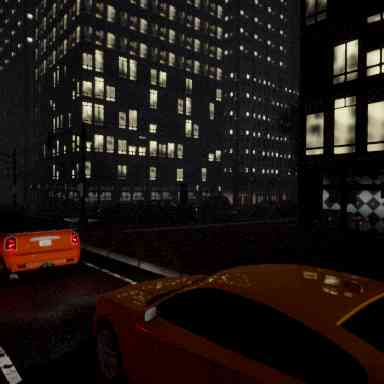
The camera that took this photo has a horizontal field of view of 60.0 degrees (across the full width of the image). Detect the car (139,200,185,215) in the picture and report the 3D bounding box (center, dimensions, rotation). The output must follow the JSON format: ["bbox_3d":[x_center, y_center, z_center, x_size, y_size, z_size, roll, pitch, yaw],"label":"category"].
[{"bbox_3d":[-3.227,1.648,36.635,4.829,1.417,1.752,1,0,-39],"label":"car"}]

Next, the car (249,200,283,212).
[{"bbox_3d":[9.768,1.815,43.838,4.674,1.442,1.812,1,1,-39],"label":"car"}]

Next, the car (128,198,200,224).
[{"bbox_3d":[-2.181,1.524,26.684,5.009,1.841,2.192,1,0,-39],"label":"car"}]

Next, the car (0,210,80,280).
[{"bbox_3d":[-5.189,1.347,10.304,2.097,1.767,4.553,0,0,-40],"label":"car"}]

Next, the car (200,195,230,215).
[{"bbox_3d":[1.887,1.424,37.434,5.566,2.045,2.150,1,1,-39],"label":"car"}]

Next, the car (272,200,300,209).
[{"bbox_3d":[14.404,1.882,50.968,4.313,1.339,1.947,1,0,-39],"label":"car"}]

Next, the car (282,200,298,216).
[{"bbox_3d":[10.945,1.936,37.358,4.206,1.307,1.802,1,0,-39],"label":"car"}]

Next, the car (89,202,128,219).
[{"bbox_3d":[-6.931,1.630,30.267,4.674,1.442,1.812,1,0,-39],"label":"car"}]

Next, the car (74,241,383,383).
[{"bbox_3d":[0.743,1.476,3.256,1.882,1.535,5.008,0,0,-40],"label":"car"}]

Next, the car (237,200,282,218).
[{"bbox_3d":[6.701,1.833,33.907,4.829,1.417,1.752,1,0,-39],"label":"car"}]
